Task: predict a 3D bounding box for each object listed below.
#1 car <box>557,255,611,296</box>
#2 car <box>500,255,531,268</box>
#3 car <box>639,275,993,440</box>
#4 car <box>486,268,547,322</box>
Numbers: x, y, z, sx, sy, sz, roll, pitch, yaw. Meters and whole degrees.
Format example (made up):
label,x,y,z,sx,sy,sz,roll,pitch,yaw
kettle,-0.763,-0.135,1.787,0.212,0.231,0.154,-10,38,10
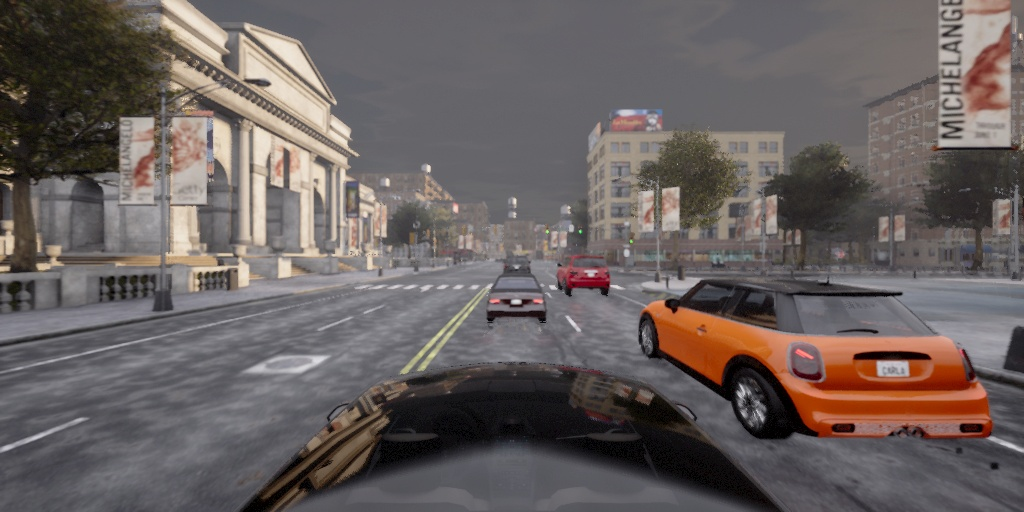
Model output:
label,x,y,z,sx,sy,sz,roll,pitch,yaw
car,3.770,0.969,19.630,2.150,2.045,5.566,0,0,1
car,0.395,0.964,29.687,2.150,2.045,5.566,0,0,1
car,3.655,1.102,5.566,2.097,1.767,4.553,0,0,0
car,0.158,1.293,12.238,2.033,1.411,5.357,0,0,1
